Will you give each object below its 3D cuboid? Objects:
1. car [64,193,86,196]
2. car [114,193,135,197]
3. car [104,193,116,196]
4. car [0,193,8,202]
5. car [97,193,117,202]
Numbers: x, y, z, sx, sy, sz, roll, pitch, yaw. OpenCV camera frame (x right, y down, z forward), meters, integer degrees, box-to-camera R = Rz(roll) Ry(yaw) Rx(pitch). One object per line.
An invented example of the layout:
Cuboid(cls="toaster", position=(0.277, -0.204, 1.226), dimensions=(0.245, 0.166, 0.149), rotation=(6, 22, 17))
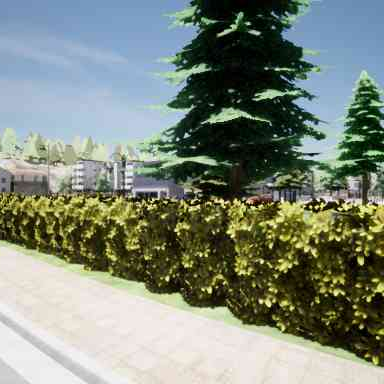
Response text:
Cuboid(cls="car", position=(-27.331, 1.153, 80.428), dimensions=(2.152, 1.636, 5.027), rotation=(0, 0, 44))
Cuboid(cls="car", position=(-10.069, 1.384, 53.354), dimensions=(1.970, 1.475, 3.806), rotation=(0, 0, 44))
Cuboid(cls="car", position=(-15.867, 1.097, 69.694), dimensions=(1.932, 1.855, 4.605), rotation=(0, 0, 44))
Cuboid(cls="car", position=(-41.776, 1.097, 70.259), dimensions=(1.932, 1.855, 4.605), rotation=(0, 0, 44))
Cuboid(cls="car", position=(-18.225, 1.077, 71.441), dimensions=(1.905, 1.878, 3.866), rotation=(0, 0, 44))
